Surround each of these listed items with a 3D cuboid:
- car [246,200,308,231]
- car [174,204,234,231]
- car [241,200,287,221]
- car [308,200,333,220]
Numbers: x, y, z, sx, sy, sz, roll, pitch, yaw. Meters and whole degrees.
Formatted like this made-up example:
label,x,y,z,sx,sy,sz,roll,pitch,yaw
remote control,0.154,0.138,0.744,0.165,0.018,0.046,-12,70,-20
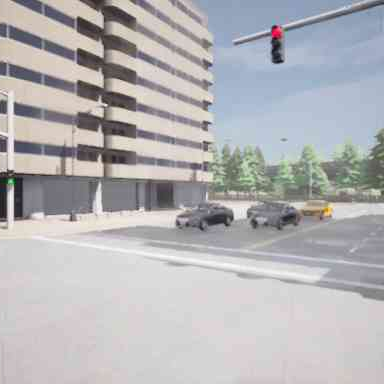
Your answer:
label,x,y,z,sx,sy,sz,roll,pitch,yaw
car,5.305,1.490,20.912,2.128,1.511,4.902,0,0,35
car,0.862,1.489,20.663,2.128,1.511,4.902,0,0,35
car,6.263,1.489,28.389,2.128,1.511,4.902,0,0,35
car,10.690,1.477,28.606,1.882,1.535,5.008,0,0,35
